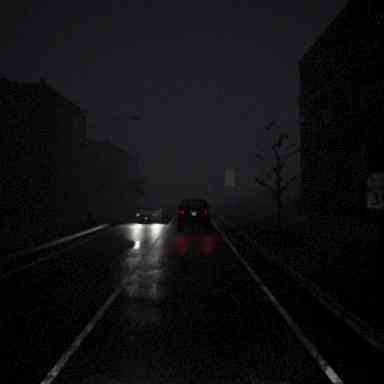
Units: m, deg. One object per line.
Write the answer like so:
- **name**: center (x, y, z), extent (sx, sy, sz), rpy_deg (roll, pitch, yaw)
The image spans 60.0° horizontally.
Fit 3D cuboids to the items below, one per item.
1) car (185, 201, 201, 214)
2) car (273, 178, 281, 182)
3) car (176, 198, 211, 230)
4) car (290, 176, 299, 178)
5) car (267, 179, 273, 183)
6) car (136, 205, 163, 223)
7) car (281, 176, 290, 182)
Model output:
- **car**: center (0.122, 1.890, 42.028), extent (1.882, 1.535, 5.008), rpy_deg (0, -1, 0)
- **car**: center (22.493, -2.937, 82.517), extent (2.097, 1.535, 5.008), rpy_deg (0, 0, -4)
- **car**: center (0.113, 1.447, 22.840), extent (2.150, 2.045, 5.566), rpy_deg (0, 0, 0)
- **car**: center (23.575, -2.813, 71.318), extent (2.163, 1.488, 4.792), rpy_deg (0, 0, -6)
- **car**: center (22.144, -2.943, 88.054), extent (2.002, 1.452, 4.674), rpy_deg (0, 0, -2)
- **car**: center (-3.528, 1.799, 28.051), extent (1.812, 1.442, 4.674), rpy_deg (0, -1, 1)
- **car**: center (22.958, -3.016, 77.012), extent (2.185, 1.767, 4.553), rpy_deg (0, 0, -5)
